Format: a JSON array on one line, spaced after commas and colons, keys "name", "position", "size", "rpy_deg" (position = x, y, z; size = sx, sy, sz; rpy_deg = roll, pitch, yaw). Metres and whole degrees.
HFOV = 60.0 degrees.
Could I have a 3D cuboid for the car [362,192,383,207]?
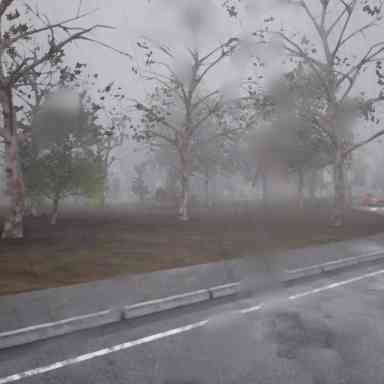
[{"name": "car", "position": [22.465, 0.826, 40.600], "size": [2.097, 1.767, 4.553], "rpy_deg": [-1, 1, 12]}]
